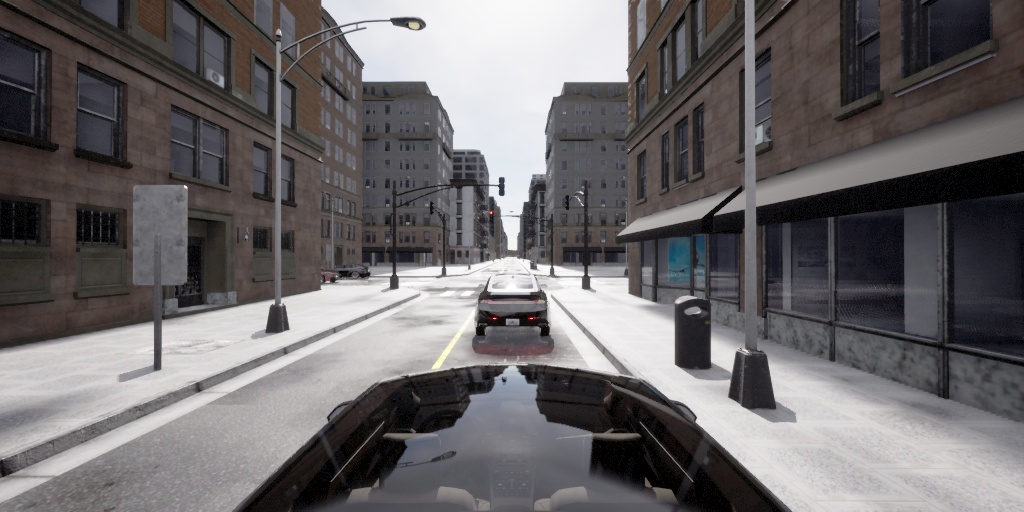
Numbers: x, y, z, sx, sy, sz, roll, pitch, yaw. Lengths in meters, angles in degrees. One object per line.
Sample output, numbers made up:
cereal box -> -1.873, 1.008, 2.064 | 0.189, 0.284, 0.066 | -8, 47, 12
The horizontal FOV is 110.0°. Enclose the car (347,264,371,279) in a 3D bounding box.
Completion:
car -> -14.677, 1.330, 31.557 | 4.313, 1.339, 1.948 | 0, 0, 0

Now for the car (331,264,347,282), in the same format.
car -> -14.735, 1.300, 26.074 | 4.181, 1.385, 1.994 | 0, 0, 0

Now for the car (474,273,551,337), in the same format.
car -> 0.024, 1.242, 10.341 | 2.128, 1.511, 4.902 | 0, 0, 0

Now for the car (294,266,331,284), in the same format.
car -> -14.707, 1.289, 23.531 | 4.313, 1.339, 1.948 | 0, 0, 0
